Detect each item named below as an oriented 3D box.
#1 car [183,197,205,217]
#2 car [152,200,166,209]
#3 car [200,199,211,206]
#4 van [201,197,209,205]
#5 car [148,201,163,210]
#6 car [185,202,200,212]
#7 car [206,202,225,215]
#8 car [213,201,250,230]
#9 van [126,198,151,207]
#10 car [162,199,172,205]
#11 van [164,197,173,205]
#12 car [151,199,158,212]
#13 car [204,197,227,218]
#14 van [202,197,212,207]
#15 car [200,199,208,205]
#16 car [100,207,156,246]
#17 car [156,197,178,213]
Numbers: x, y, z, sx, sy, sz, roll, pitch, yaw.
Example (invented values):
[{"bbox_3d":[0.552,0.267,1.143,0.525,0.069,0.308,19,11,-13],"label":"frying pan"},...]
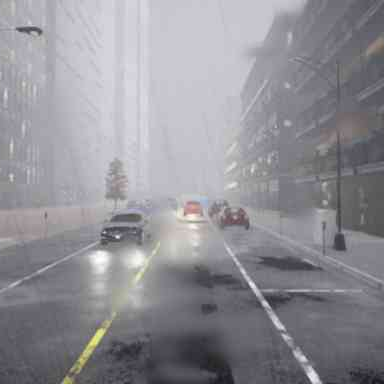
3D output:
[{"bbox_3d":[0.135,1.699,36.367,2.097,1.767,4.553,0,-1,0],"label":"car"},{"bbox_3d":[-5.602,2.091,56.708,1.947,1.339,4.313,1,0,0],"label":"car"},{"bbox_3d":[2.796,2.171,68.012,2.008,1.369,4.403,1,0,0],"label":"car"},{"bbox_3d":[2.806,2.009,73.660,1.690,1.788,3.998,1,0,0],"label":"van"},{"bbox_3d":[-5.610,2.058,51.060,1.802,1.307,4.206,1,0,0],"label":"car"},{"bbox_3d":[0.091,2.036,46.262,1.895,1.301,4.718,0,0,1],"label":"car"},{"bbox_3d":[2.755,1.922,39.781,1.887,1.381,4.507,1,-1,0],"label":"car"},{"bbox_3d":[2.731,1.662,22.842,1.967,1.590,4.097,1,-1,0],"label":"car"},{"bbox_3d":[-5.632,1.667,34.124,1.690,1.788,3.998,1,-1,0],"label":"van"},{"bbox_3d":[-5.577,2.250,73.645,1.802,1.307,4.206,1,0,0],"label":"car"},{"bbox_3d":[-5.566,2.055,79.293,1.690,1.788,3.998,1,0,0],"label":"van"},{"bbox_3d":[-5.626,1.922,39.769,1.887,1.381,4.507,1,-1,0],"label":"car"},{"bbox_3d":[2.749,1.641,34.134,2.192,1.841,5.009,1,-1,0],"label":"car"},{"bbox_3d":[2.789,1.914,62.367,1.690,1.788,3.998,1,0,0],"label":"van"},{"bbox_3d":[2.812,2.296,79.304,1.802,1.307,4.206,1,0,0],"label":"car"},{"bbox_3d":[-3.077,1.666,16.252,1.837,1.490,4.892,0,-1,0],"label":"car"},{"bbox_3d":[-3.037,1.634,43.816,2.150,2.045,5.566,0,0,0],"label":"car"}]
